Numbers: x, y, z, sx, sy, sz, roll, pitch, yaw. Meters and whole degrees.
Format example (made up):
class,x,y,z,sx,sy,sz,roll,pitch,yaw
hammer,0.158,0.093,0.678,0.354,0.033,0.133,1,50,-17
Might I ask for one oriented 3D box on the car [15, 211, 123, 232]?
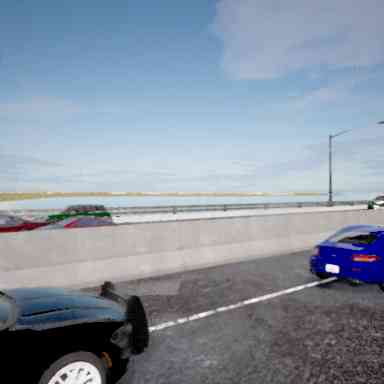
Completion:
class,x,y,z,sx,sy,sz,roll,pitch,yaw
car,-4.644,1.673,13.632,4.181,1.385,1.994,0,0,-37

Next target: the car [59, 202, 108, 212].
class,x,y,z,sx,sy,sz,roll,pitch,yaw
car,-7.192,1.515,20.459,4.553,1.767,2.097,0,0,-37

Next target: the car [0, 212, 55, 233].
class,x,y,z,sx,sy,sz,roll,pitch,yaw
car,-9.091,1.676,14.693,5.357,1.411,2.033,0,-1,-37

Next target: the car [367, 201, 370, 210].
class,x,y,z,sx,sy,sz,roll,pitch,yaw
car,25.703,1.444,44.437,5.566,2.045,2.150,0,0,-35

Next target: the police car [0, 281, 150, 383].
class,x,y,z,sx,sy,sz,roll,pitch,yaw
police car,-2.894,1.456,3.043,5.238,1.638,1.930,0,0,-37

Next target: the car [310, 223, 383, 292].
class,x,y,z,sx,sy,sz,roll,pitch,yaw
car,5.038,1.576,8.925,4.674,1.442,1.812,0,0,-36

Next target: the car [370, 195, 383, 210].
class,x,y,z,sx,sy,sz,roll,pitch,yaw
car,23.262,1.412,38.382,5.566,2.045,2.150,0,0,-36
